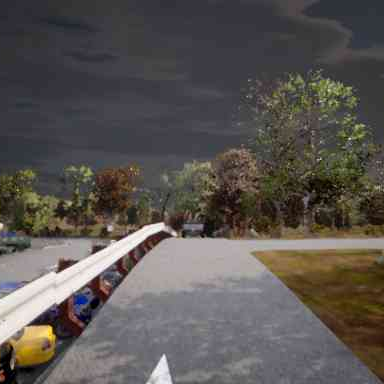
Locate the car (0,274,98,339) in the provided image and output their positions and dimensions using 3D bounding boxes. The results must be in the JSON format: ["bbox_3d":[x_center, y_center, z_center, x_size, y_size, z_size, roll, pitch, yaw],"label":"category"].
[{"bbox_3d":[-6.861,4.666,13.256,5.566,2.045,2.435,2,-5,-20],"label":"car"}]

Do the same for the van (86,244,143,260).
[{"bbox_3d":[-6.840,5.759,28.360,4.442,1.987,1.878,2,-5,-20],"label":"van"}]

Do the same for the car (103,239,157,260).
[{"bbox_3d":[-6.963,6.368,37.381,5.566,2.045,2.435,2,-5,-20],"label":"car"}]

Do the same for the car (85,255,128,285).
[{"bbox_3d":[-6.963,5.429,22.280,4.553,1.767,2.185,2,-5,-20],"label":"car"}]

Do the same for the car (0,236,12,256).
[{"bbox_3d":[-23.912,6.374,37.485,5.566,2.045,2.435,1,-5,-20],"label":"car"}]

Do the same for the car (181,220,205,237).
[{"bbox_3d":[0.100,3.172,28.632,2.128,1.511,4.902,0,-9,0],"label":"car"}]

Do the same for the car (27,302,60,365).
[{"bbox_3d":[-7.052,4.692,10.146,5.366,1.575,1.946,2,-4,-20],"label":"car"}]

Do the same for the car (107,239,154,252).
[{"bbox_3d":[-6.991,6.152,34.328,5.566,2.045,2.435,2,-4,-20],"label":"car"}]

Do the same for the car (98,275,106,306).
[{"bbox_3d":[-6.933,5.157,16.230,4.792,1.488,2.163,2,-4,-20],"label":"car"}]

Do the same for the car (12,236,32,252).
[{"bbox_3d":[-23.980,6.788,43.354,5.566,2.045,2.435,1,-4,-20],"label":"car"}]

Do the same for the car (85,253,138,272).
[{"bbox_3d":[-6.931,5.768,25.284,4.892,1.521,2.231,2,-4,-20],"label":"car"}]

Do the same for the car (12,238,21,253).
[{"bbox_3d":[-23.928,6.863,40.424,4.792,1.488,2.163,1,-5,-20],"label":"car"}]

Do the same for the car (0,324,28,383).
[{"bbox_3d":[-6.896,4.237,7.209,5.566,2.045,2.435,2,-4,-20],"label":"car"}]

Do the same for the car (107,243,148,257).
[{"bbox_3d":[-6.927,6.068,31.328,4.553,1.767,2.185,2,-4,-20],"label":"car"}]

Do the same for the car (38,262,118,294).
[{"bbox_3d":[-6.942,5.215,19.258,4.553,1.767,2.185,2,-5,-20],"label":"car"}]
